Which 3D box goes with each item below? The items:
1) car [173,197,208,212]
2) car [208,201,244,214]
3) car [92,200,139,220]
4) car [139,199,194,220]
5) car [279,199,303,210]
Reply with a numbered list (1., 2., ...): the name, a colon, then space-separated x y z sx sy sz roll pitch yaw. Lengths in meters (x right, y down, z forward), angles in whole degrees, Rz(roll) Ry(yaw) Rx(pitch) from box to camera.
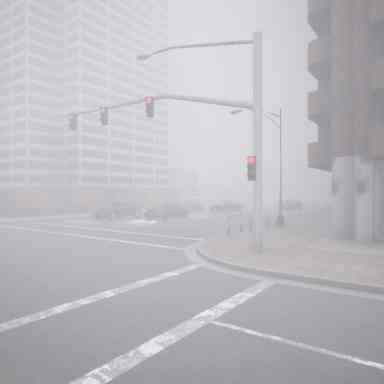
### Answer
1. car: -0.474 1.564 36.265 1.994 1.385 4.181 0 0 35
2. car: 3.788 1.601 36.235 1.895 1.301 4.718 0 0 35
3. car: -6.192 1.505 28.138 1.837 1.490 4.892 0 0 35
4. car: -2.082 1.564 27.899 1.994 1.385 4.181 0 0 35
5. car: 12.765 1.564 42.643 1.994 1.385 4.181 0 0 35
